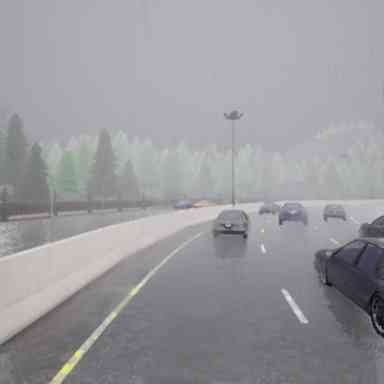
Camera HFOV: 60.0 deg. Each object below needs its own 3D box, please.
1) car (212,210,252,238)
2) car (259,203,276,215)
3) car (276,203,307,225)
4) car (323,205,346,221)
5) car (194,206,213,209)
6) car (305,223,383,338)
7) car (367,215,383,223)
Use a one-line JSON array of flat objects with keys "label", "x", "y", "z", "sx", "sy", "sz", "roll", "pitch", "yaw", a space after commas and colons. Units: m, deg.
[{"label": "car", "x": 2.350, "y": 1.744, "z": 18.957, "sx": 2.033, "sy": 1.411, "sz": 5.357, "roll": 0, "pitch": -1, "yaw": 12}, {"label": "car", "x": 9.395, "y": 1.961, "z": 39.502, "sx": 2.033, "sy": 1.411, "sz": 5.357, "roll": 0, "pitch": -1, "yaw": 26}, {"label": "car", "x": 8.302, "y": 1.640, "z": 27.237, "sx": 2.097, "sy": 1.767, "sz": 4.553, "roll": 0, "pitch": -1, "yaw": 17}, {"label": "car", "x": 13.377, "y": 1.882, "z": 31.227, "sx": 2.033, "sy": 1.411, "sz": 5.357, "roll": 0, "pitch": -1, "yaw": 22}, {"label": "car", "x": 1.730, "y": 1.967, "z": 48.005, "sx": 1.882, "sy": 1.535, "sz": 5.008, "roll": 0, "pitch": -1, "yaw": 27}, {"label": "car", "x": 3.988, "y": 1.620, "z": 6.541, "sx": 2.033, "sy": 1.411, "sz": 5.357, "roll": 0, "pitch": -1, "yaw": 5}, {"label": "car", "x": 8.459, "y": 1.626, "z": 13.492, "sx": 1.882, "sy": 1.535, "sz": 5.008, "roll": 0, "pitch": -1, "yaw": 9}]
